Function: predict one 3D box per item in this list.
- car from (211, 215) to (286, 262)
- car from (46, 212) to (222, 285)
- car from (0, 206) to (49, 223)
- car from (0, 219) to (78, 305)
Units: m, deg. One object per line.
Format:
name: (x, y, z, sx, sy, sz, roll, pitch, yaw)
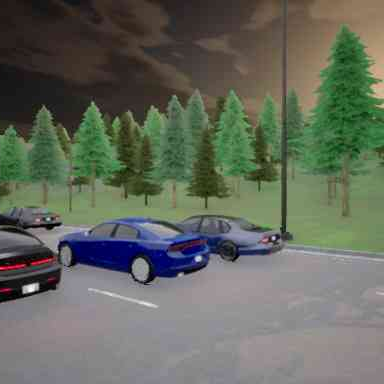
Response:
car: (0.590, 1.543, 12.149, 5.357, 1.411, 2.033, 0, 0, 35)
car: (-1.852, 1.474, 9.592, 5.008, 1.535, 1.882, 0, 0, 35)
car: (-9.882, 1.537, 19.584, 5.357, 1.411, 2.033, 0, 0, 35)
car: (-4.887, 1.500, 7.433, 4.892, 1.490, 1.837, 0, 0, 36)
